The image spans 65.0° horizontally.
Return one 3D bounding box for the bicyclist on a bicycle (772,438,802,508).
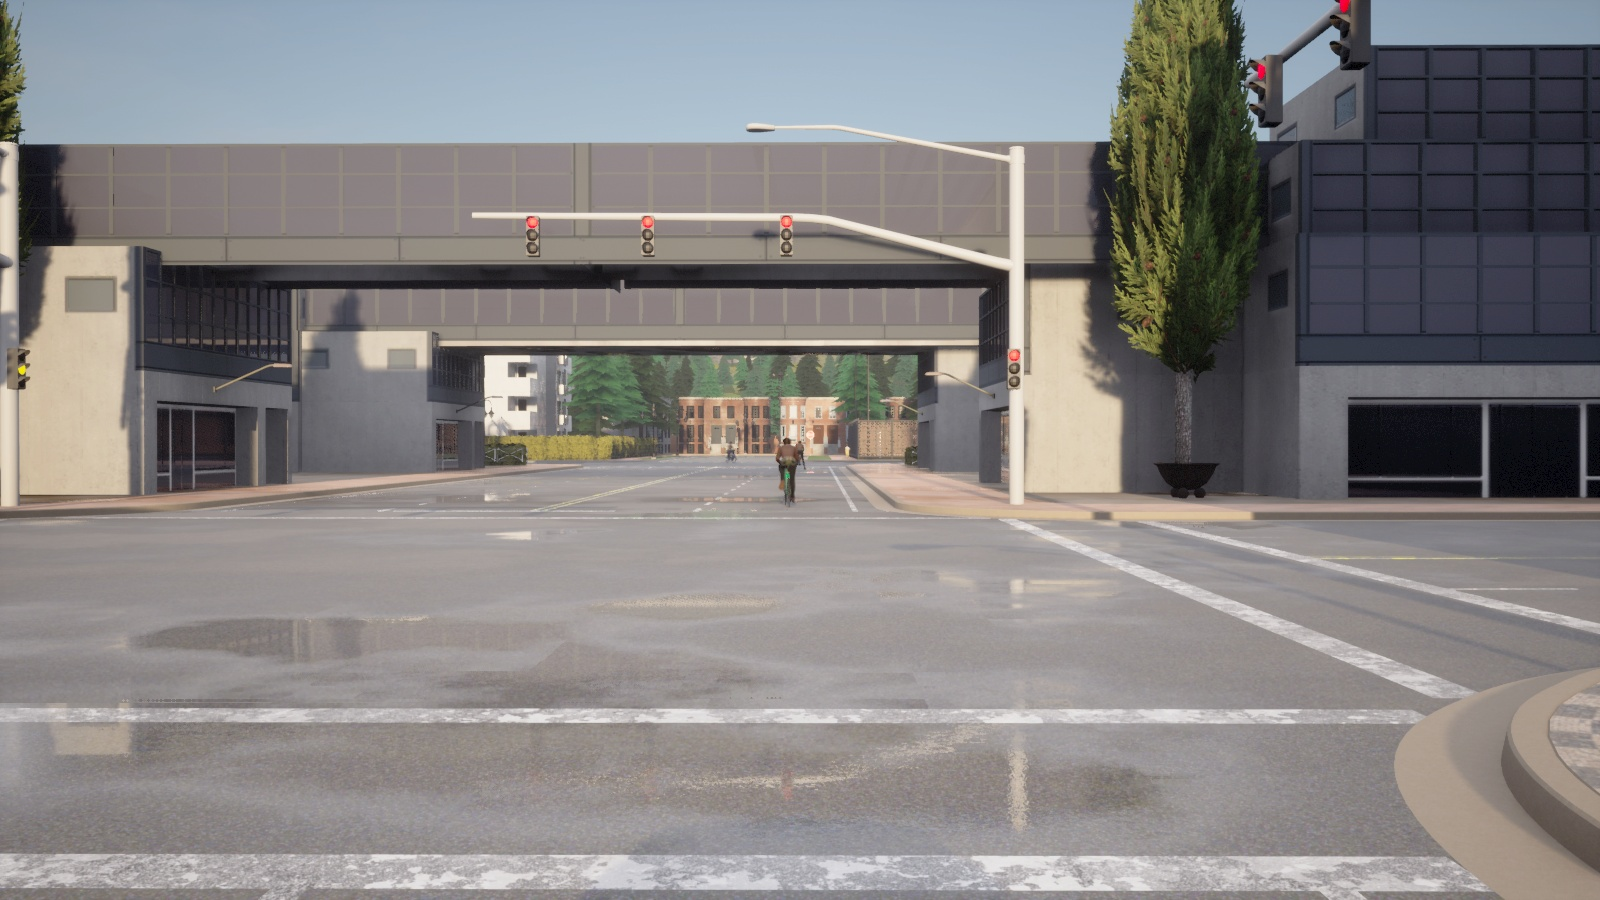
[{"bbox_3d":[-0.315,0.531,29.820,0.582,1.620,1.656,1,0,-4],"label":"bicyclist on a bicycle"}]
